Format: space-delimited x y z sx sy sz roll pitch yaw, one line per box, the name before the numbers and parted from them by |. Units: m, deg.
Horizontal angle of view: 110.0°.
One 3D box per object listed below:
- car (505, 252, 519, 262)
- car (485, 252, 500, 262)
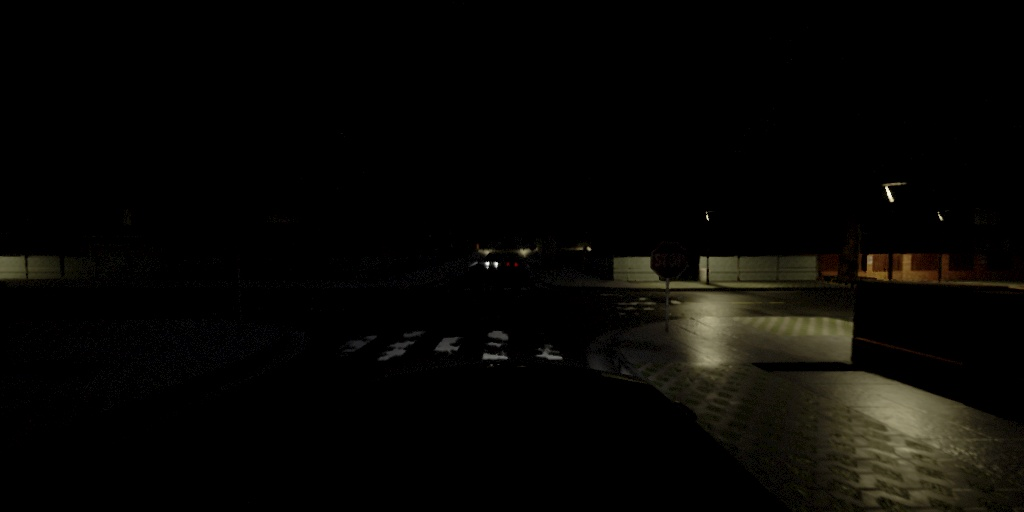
car | 0.002 0.115 52.365 1.895 1.301 4.718 0 2 0
car | -2.752 0.082 51.801 2.033 1.411 5.357 0 2 0
